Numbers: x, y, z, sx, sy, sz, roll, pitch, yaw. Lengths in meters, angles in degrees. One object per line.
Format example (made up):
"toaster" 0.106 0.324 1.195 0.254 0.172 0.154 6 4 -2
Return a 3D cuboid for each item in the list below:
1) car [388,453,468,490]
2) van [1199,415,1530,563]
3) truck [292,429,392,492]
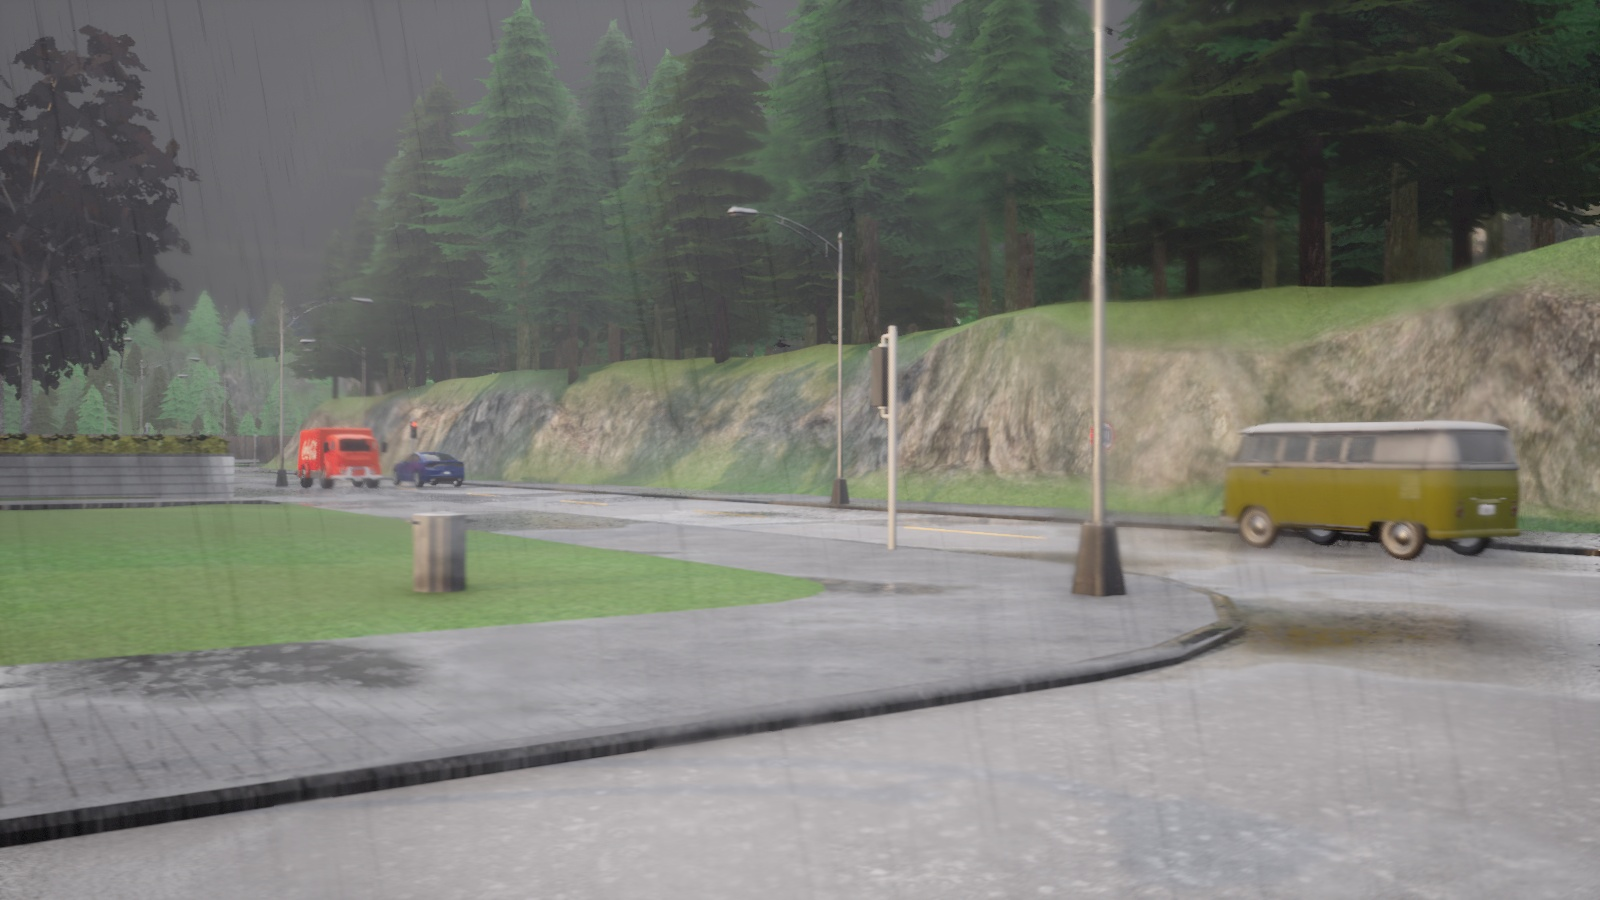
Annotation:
"car" -16.374 0.892 55.040 1.882 1.535 5.008 0 0 -35
"van" 8.408 0.527 19.153 1.775 1.987 4.442 0 0 -28
"truck" -18.941 0.425 51.734 2.627 2.467 5.204 0 0 -35
